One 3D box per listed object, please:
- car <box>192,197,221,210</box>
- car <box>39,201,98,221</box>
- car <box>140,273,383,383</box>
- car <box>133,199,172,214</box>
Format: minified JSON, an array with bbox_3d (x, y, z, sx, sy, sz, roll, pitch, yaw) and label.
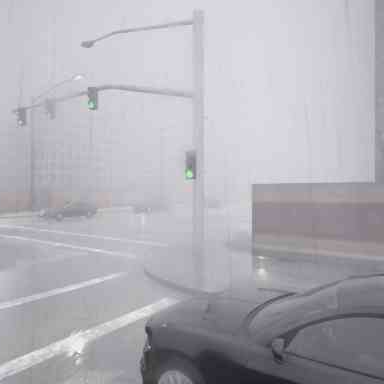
[{"bbox_3d":[1.994,1.478,44.029,1.882,1.535,5.008,0,0,36],"label":"car"},{"bbox_3d":[-10.105,1.491,27.436,2.128,1.511,4.902,0,0,34],"label":"car"},{"bbox_3d":[1.731,1.478,2.771,5.008,1.535,1.882,0,0,37],"label":"car"},{"bbox_3d":[-4.176,1.505,35.574,1.837,1.490,4.892,0,0,36],"label":"car"}]
